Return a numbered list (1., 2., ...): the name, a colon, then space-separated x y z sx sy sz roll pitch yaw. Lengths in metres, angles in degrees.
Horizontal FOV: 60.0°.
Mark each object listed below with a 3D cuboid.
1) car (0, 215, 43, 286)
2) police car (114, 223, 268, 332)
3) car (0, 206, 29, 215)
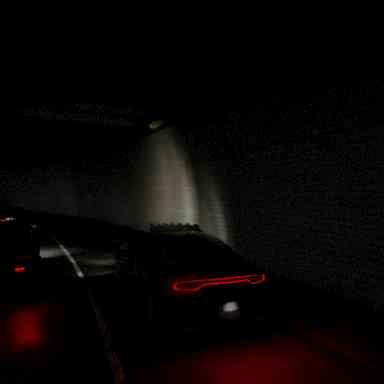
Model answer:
1. car: -5.132 1.567 8.995 1.812 1.442 4.674 1 -1 -25
2. police car: -0.443 1.509 7.316 1.930 1.638 5.238 1 -1 -23
3. car: -10.441 1.592 18.954 1.837 1.490 4.892 1 0 -31
